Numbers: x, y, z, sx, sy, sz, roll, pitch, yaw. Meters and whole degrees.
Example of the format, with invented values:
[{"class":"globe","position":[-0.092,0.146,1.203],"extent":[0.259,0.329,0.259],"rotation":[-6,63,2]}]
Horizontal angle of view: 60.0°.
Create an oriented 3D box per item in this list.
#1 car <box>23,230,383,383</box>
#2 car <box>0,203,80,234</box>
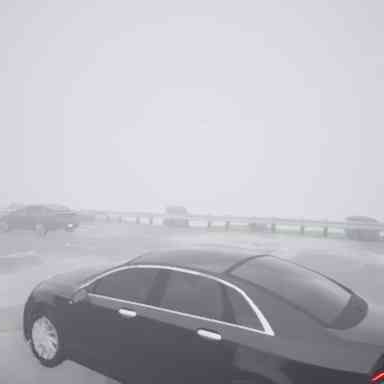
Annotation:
[{"class":"car","position":[-0.136,1.461,4.120],"extent":[4.892,1.490,1.837],"rotation":[1,0,34]},{"class":"car","position":[-8.041,1.369,17.424],"extent":[4.892,1.490,1.837],"rotation":[0,0,29]}]
